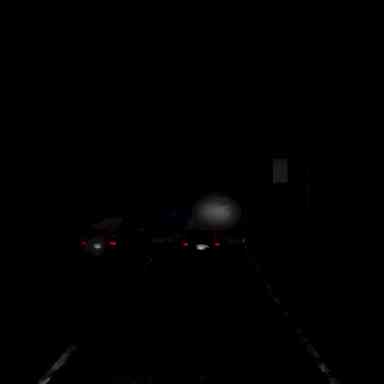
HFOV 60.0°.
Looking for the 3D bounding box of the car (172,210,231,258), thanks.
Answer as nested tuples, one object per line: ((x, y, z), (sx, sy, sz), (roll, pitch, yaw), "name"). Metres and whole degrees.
((0.539, 1.655, 13.274), (1.812, 1.442, 4.674), (0, 0, 6), "car")

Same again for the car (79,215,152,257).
((-2.952, 1.656, 13.525), (1.812, 1.442, 4.674), (0, 0, 6), "car")

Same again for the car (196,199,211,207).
((2.330, 2.170, 66.427), (1.895, 1.301, 4.718), (0, 0, 19), "car")

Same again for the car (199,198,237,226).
((2.252, 1.482, 26.287), (2.150, 2.045, 5.566), (0, 0, 11), "car")

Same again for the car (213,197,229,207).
((5.796, 1.923, 65.777), (2.097, 1.767, 4.553), (0, 0, 19), "car")

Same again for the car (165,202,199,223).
((-0.846, 1.752, 28.536), (1.882, 1.535, 5.008), (0, 0, 12), "car")
